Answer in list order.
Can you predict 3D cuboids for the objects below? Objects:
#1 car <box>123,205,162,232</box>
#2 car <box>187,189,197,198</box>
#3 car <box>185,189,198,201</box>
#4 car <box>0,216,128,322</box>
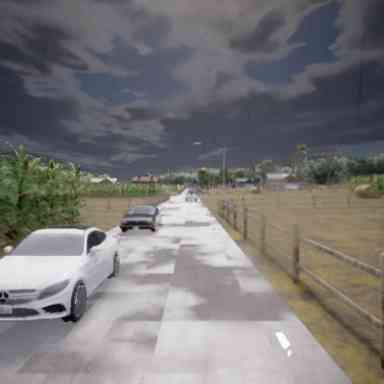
[{"bbox_3d":[-2.836,1.455,19.678,2.033,1.411,5.357,0,0,0],"label":"car"},{"bbox_3d":[-0.106,0.350,74.686,2.150,2.045,5.566,0,1,0],"label":"car"},{"bbox_3d":[-0.090,0.669,64.199,2.150,2.045,5.566,0,1,0],"label":"car"},{"bbox_3d":[-2.847,1.502,7.321,1.812,1.442,4.674,0,0,0],"label":"car"}]
